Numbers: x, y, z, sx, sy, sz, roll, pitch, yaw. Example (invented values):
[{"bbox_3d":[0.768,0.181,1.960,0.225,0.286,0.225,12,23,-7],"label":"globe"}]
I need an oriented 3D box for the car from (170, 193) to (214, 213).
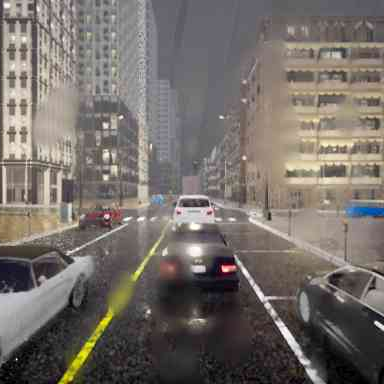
[{"bbox_3d":[0.095,1.216,19.247,2.150,2.045,5.566,0,0,0],"label":"car"}]

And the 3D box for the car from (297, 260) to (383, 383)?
[{"bbox_3d":[2.687,1.549,4.220,2.008,1.369,4.403,0,0,0],"label":"car"}]

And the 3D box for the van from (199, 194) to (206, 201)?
[{"bbox_3d":[2.639,1.349,86.947,1.690,1.788,3.998,0,0,0],"label":"van"}]

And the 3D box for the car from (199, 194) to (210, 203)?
[{"bbox_3d":[2.649,1.315,70.295,2.192,1.841,5.009,0,0,0],"label":"car"}]

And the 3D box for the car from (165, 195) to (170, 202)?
[{"bbox_3d":[-5.734,1.527,75.669,1.752,1.417,4.829,0,0,0],"label":"car"}]

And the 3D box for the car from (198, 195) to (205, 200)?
[{"bbox_3d":[2.637,1.562,92.497,2.008,1.369,4.403,0,0,0],"label":"car"}]

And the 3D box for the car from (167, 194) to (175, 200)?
[{"bbox_3d":[-5.744,1.451,92.492,1.967,1.590,4.097,0,0,0],"label":"car"}]

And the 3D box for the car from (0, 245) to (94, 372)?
[{"bbox_3d":[-3.094,1.599,5.101,1.895,1.301,4.718,0,0,0],"label":"car"}]

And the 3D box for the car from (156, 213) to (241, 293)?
[{"bbox_3d":[0.099,1.544,8.995,2.033,1.411,5.357,0,0,-1],"label":"car"}]

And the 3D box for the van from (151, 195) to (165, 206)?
[{"bbox_3d":[-5.722,1.335,53.636,1.690,1.788,3.998,0,0,0],"label":"van"}]

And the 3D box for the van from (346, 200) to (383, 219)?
[{"bbox_3d":[16.912,1.696,31.907,3.998,1.788,1.690,1,-1,0],"label":"van"}]

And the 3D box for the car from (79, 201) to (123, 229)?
[{"bbox_3d":[-5.703,1.434,21.161,1.967,1.590,4.097,0,0,0],"label":"car"}]
